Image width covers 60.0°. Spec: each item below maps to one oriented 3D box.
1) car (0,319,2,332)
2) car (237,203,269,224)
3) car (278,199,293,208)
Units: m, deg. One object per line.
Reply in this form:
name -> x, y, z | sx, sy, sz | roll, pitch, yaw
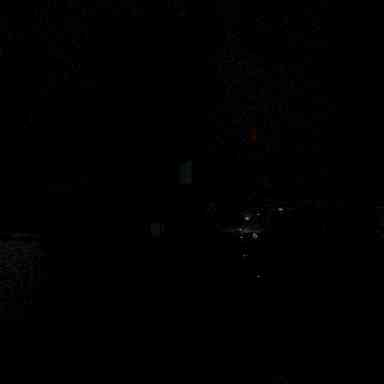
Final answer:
car -> -4.401, 1.741, 3.571 | 1.994, 1.385, 4.181 | -2, -1, 22
car -> 4.952, 1.689, 26.716 | 2.128, 1.511, 4.902 | -2, -1, 22
car -> 14.101, 1.678, 49.906 | 1.994, 1.385, 4.181 | -2, 0, 21
